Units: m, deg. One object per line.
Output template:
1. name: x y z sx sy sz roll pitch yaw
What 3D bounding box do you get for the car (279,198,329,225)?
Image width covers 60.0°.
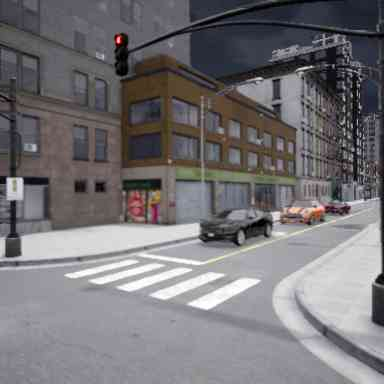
1. car: 7.864 1.299 23.592 2.097 1.767 4.553 0 0 35

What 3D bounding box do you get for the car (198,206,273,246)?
1. car: 2.174 1.465 15.595 1.882 1.535 5.008 0 0 34

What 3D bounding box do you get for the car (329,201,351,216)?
1. car: 13.732 1.508 31.824 1.895 1.301 4.718 0 0 36
